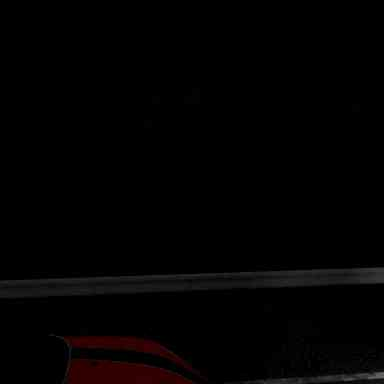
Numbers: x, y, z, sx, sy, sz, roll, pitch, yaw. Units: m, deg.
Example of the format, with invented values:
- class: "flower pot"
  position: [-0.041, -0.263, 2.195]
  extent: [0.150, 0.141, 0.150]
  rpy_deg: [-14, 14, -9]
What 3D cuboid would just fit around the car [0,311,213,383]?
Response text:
- class: "car"
  position: [-1.864, 1.352, 1.651]
  extent: [4.553, 1.767, 2.097]
  rpy_deg: [0, 0, -6]
